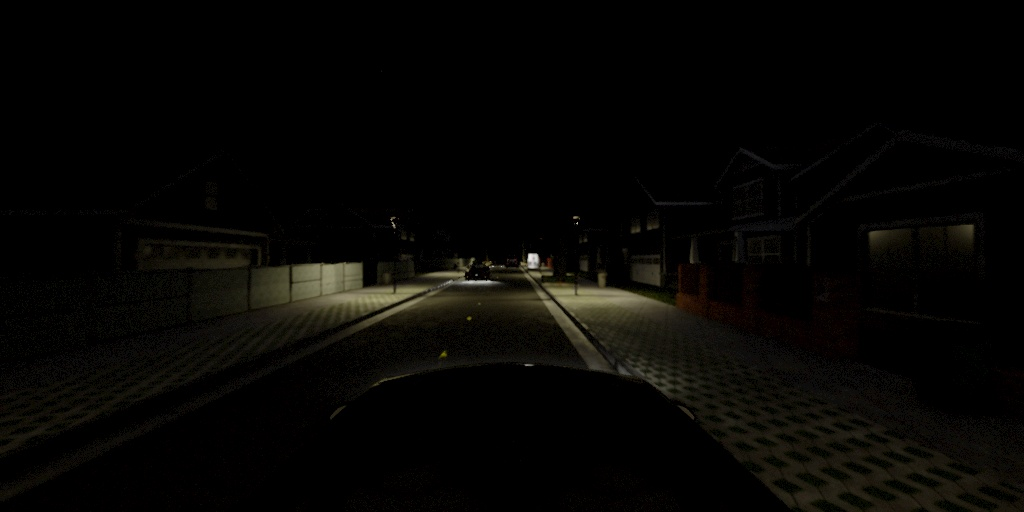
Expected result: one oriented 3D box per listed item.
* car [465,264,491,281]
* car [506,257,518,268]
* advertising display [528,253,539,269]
[{"bbox_3d":[-2.841,1.346,30.682,1.994,1.385,4.181,0,0,0],"label":"car"},{"bbox_3d":[0.019,1.378,60.571,1.994,1.385,4.181,0,0,0],"label":"car"},{"bbox_3d":[3.021,0.827,50.876,1.540,2.440,0.280,0,0,0],"label":"advertising display"}]
